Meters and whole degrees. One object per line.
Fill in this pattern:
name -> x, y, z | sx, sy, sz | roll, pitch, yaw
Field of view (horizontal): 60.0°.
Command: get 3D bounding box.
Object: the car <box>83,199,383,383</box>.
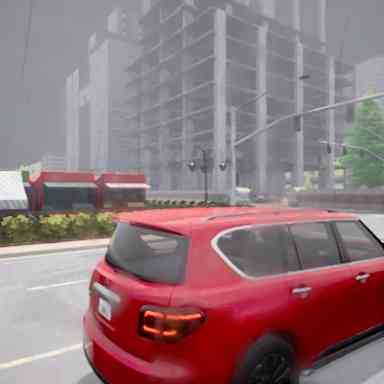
car -> 1.351, 1.219, 4.756 | 5.566, 2.045, 2.150 | 0, 0, -35

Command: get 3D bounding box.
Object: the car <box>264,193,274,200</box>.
car -> 11.708, 1.087, 58.277 | 1.905, 1.878, 3.866 | 0, 0, -36

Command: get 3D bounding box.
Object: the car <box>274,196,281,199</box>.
car -> 14.096, 1.085, 59.993 | 1.905, 1.878, 3.866 | 0, 0, -36

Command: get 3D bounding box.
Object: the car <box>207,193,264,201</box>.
car -> 3.300, 1.152, 29.572 | 2.150, 2.045, 5.566 | 0, 0, -36
